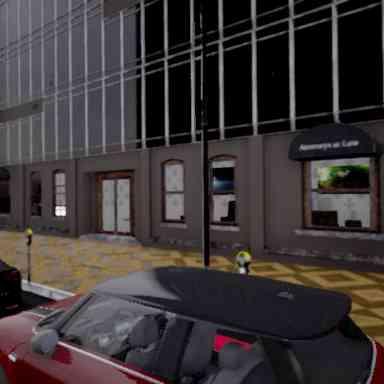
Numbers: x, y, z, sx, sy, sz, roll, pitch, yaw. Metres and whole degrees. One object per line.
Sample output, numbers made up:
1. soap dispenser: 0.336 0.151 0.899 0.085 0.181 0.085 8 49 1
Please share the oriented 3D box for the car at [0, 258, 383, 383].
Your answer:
1. car: -0.361 1.459 3.135 4.097 1.590 1.967 -1 -1 35
